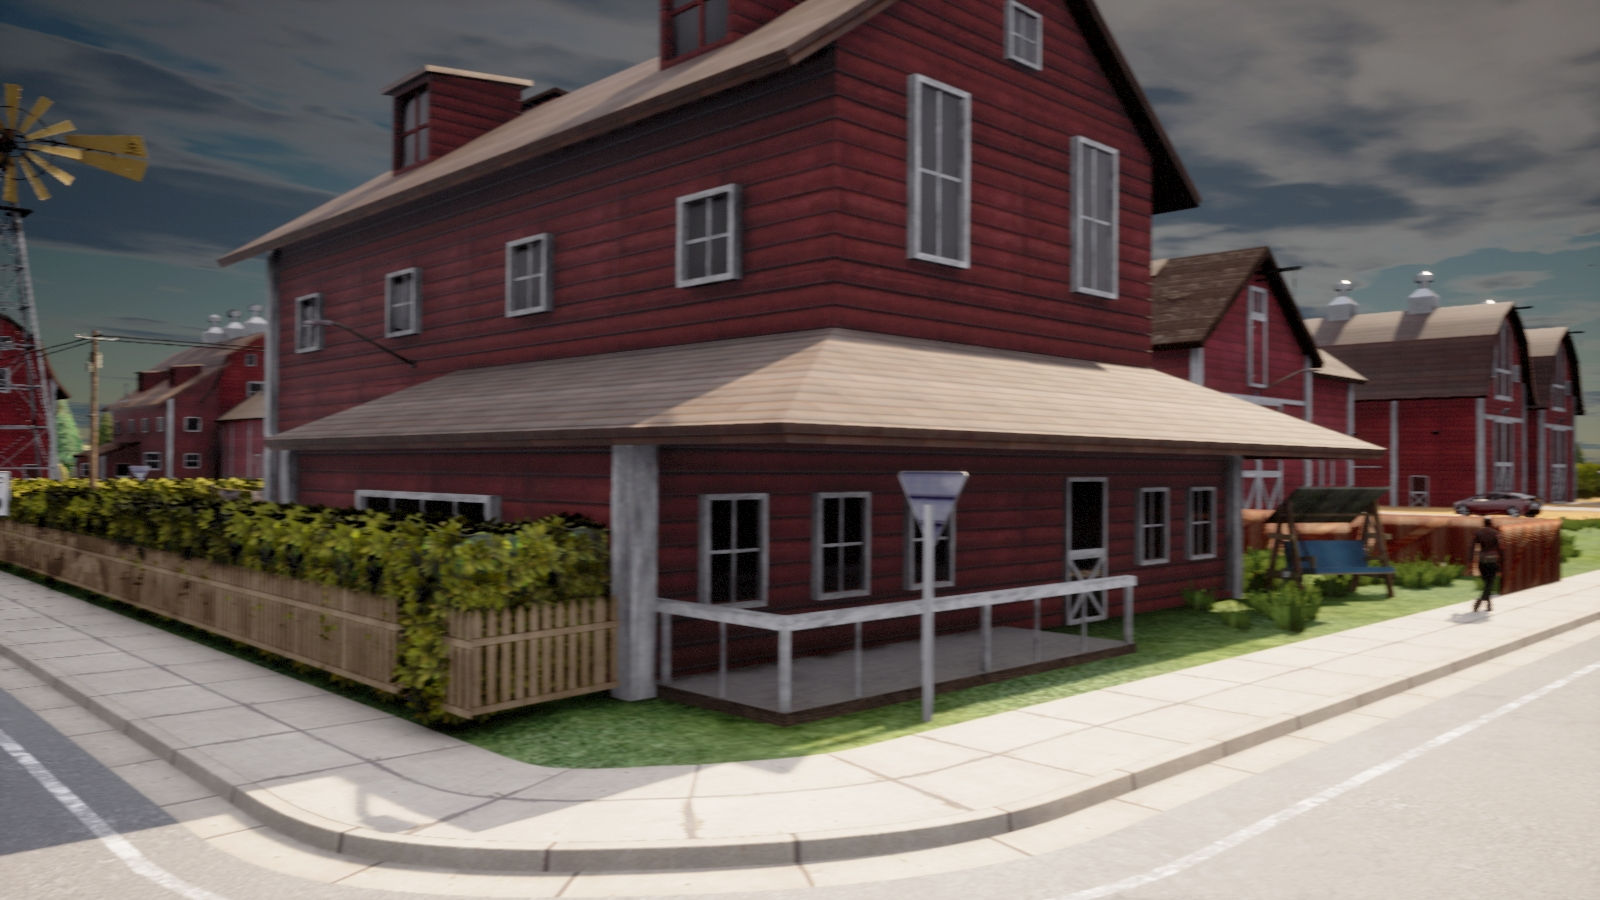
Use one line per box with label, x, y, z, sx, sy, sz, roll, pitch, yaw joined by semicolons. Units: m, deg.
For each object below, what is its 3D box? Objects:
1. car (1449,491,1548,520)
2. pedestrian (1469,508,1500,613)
car;40.347;3.163;66.133;2.007;1.525;4.514;1;-1;-28
pedestrian;12.373;1.988;20.660;0.375;1.860;0.375;1;-1;-42
